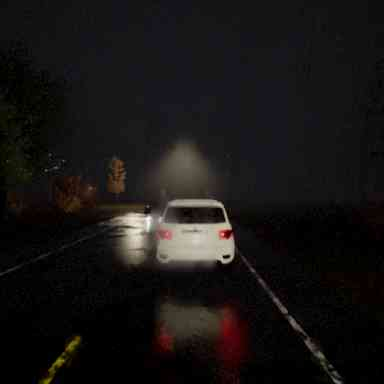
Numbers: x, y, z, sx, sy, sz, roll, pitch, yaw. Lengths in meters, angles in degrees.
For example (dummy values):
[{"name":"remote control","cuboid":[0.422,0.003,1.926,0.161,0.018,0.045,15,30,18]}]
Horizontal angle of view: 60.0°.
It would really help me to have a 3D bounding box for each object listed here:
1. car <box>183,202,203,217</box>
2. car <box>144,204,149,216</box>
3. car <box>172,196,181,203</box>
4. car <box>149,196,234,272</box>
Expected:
[{"name":"car","cuboid":[0.104,1.660,32.998,1.895,1.301,4.718,0,0,0]},{"name":"car","cuboid":[-3.590,1.624,33.504,1.994,1.385,4.181,0,0,0]},{"name":"car","cuboid":[-3.484,1.628,74.646,1.812,1.442,4.674,0,0,0]},{"name":"car","cuboid":[0.082,1.242,11.051,2.150,2.045,5.566,0,0,0]}]
